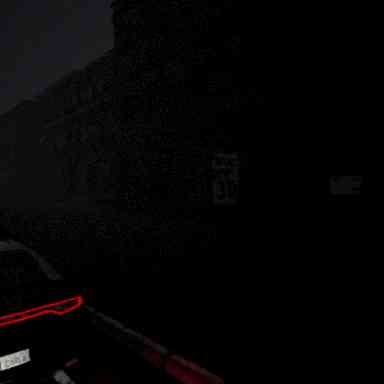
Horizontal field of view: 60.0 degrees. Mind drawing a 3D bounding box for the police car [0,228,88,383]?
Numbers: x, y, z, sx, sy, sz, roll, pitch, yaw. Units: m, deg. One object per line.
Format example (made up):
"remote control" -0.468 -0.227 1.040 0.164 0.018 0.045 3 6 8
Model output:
"police car" -3.452 1.404 5.075 1.930 1.638 5.238 -2 1 -43
